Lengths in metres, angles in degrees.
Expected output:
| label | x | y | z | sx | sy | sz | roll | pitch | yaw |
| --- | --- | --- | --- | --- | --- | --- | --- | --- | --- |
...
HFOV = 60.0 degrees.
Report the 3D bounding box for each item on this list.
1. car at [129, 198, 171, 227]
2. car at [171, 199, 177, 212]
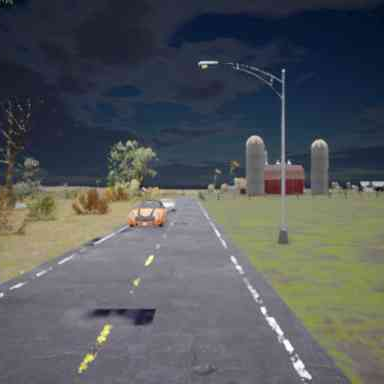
| label | x | y | z | sx | sy | sz | roll | pitch | yaw |
| --- | --- | --- | --- | --- | --- | --- | --- | --- | --- |
| car | -2.779 | 1.301 | 21.953 | 2.097 | 1.767 | 4.553 | 0 | 0 | 0 |
| car | -2.764 | 1.476 | 37.126 | 1.812 | 1.442 | 4.674 | 0 | 0 | 0 |
